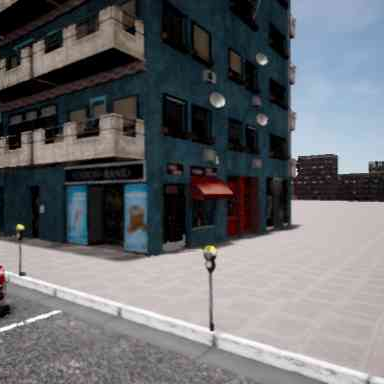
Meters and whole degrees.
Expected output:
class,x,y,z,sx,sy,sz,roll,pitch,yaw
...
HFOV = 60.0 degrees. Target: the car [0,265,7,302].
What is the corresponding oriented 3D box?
class,x,y,z,sx,sy,sz,roll,pitch,yaw
car,-5.311,1.564,6.672,4.206,1.307,1.802,0,0,35
